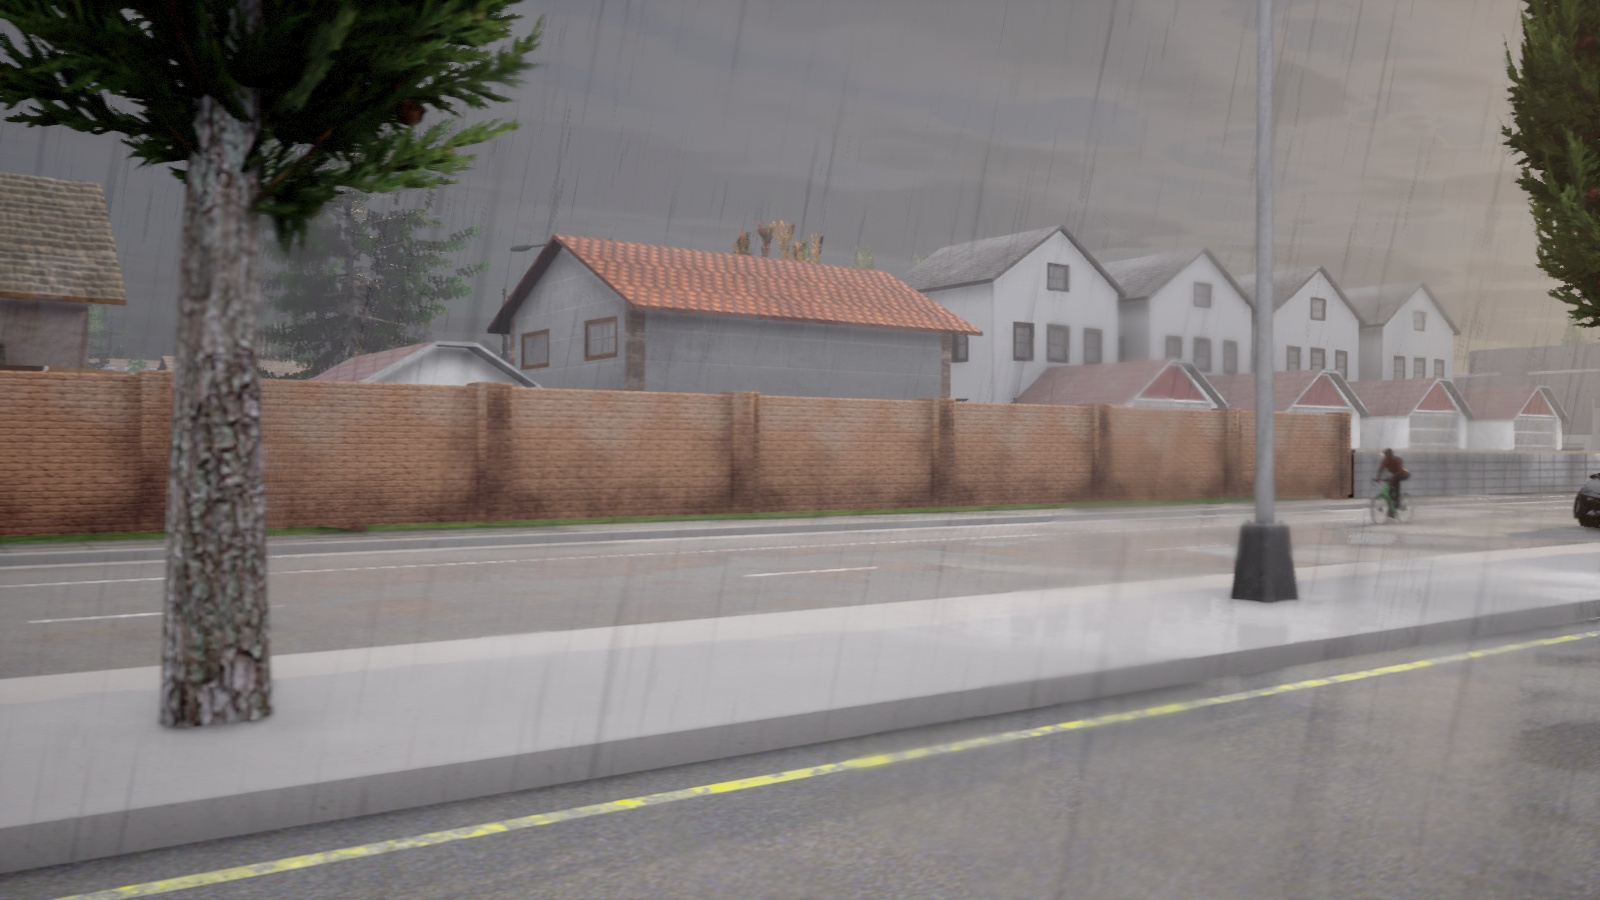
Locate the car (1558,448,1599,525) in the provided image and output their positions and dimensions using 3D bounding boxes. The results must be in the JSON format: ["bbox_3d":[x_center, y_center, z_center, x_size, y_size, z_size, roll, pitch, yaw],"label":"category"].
[{"bbox_3d":[17.698,0.717,25.784,4.514,1.525,2.007,0,0,-35],"label":"car"}]

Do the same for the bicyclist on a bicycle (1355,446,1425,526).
[{"bbox_3d":[12.409,0.736,26.396,1.656,1.620,0.582,-1,0,-36],"label":"bicyclist on a bicycle"}]
